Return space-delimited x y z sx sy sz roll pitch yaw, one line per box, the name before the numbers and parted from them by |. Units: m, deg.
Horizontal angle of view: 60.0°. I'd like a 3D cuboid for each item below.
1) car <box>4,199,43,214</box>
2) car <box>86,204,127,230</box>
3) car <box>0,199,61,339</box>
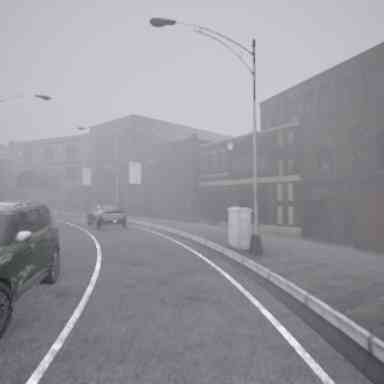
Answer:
car | -18.631 1.583 36.640 4.892 1.490 1.837 0 -1 37
car | -5.759 1.561 22.111 2.128 1.511 4.902 1 0 -28
car | -4.209 1.250 6.568 2.150 2.045 5.566 0 0 -9
